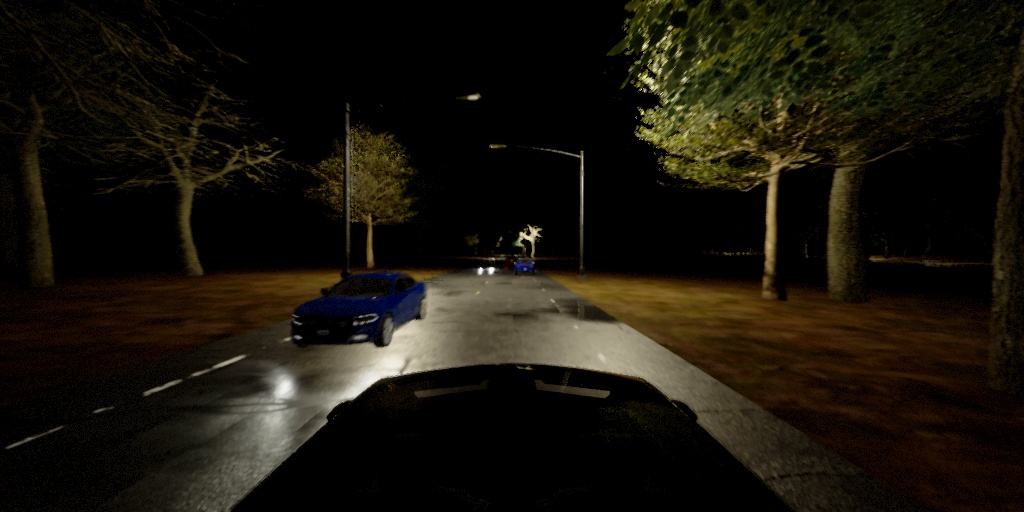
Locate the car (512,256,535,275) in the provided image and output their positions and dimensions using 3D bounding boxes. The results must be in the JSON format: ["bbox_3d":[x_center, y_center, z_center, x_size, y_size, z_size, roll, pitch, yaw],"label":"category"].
[{"bbox_3d":[1.200,1.011,34.904,1.882,1.535,5.008,0,0,0],"label":"car"}]

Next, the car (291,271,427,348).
[{"bbox_3d":[-3.596,1.185,9.342,1.882,1.535,5.008,0,0,0],"label":"car"}]

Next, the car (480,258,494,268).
[{"bbox_3d":[-3.569,0.996,51.714,1.895,1.301,4.718,0,0,1],"label":"car"}]

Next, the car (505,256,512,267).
[{"bbox_3d":[-0.040,0.718,55.484,2.097,1.767,4.553,0,0,0],"label":"car"}]
